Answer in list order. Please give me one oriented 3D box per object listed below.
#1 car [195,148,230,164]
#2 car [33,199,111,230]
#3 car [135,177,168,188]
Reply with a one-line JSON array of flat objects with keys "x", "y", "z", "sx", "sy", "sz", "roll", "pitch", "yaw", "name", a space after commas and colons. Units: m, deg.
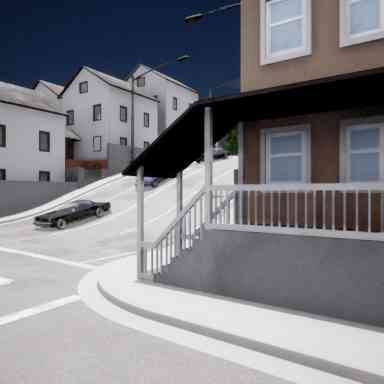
[{"x": 2.170, "y": -3.893, "z": 35.296, "sx": 1.895, "sy": 1.301, "sz": 4.718, "roll": 0, "pitch": 12, "yaw": 36, "name": "car"}, {"x": -7.528, "y": 1.289, "z": 21.125, "sx": 1.895, "sy": 1.301, "sz": 4.718, "roll": 0, "pitch": 11, "yaw": 34, "name": "car"}, {"x": -2.898, "y": -1.522, "z": 27.921, "sx": 1.812, "sy": 1.442, "sz": 4.674, "roll": -1, "pitch": 19, "yaw": 33, "name": "car"}]
